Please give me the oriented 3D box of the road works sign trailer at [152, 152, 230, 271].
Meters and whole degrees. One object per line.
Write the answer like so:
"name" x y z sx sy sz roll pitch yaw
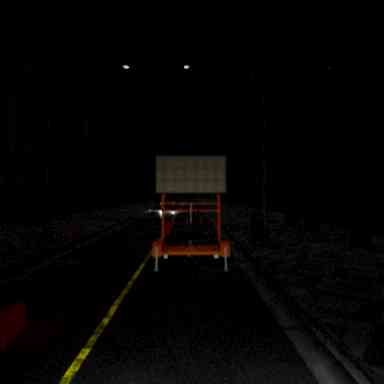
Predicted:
"road works sign trailer" -0.032 0.486 10.935 2.380 3.560 2.880 0 0 0

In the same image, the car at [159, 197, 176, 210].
"car" -3.238 1.471 44.778 2.097 1.767 4.553 0 0 0

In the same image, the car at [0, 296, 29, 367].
"car" -3.103 1.605 2.205 1.895 1.301 4.718 0 0 0
